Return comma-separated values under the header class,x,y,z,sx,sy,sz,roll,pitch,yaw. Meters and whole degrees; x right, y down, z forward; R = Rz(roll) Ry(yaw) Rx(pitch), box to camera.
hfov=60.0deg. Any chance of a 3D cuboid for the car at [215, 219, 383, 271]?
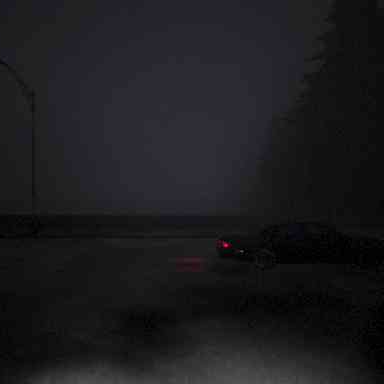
class,x,y,z,sx,sy,sz,roll,pitch,yaw
car,3.416,1.572,10.450,5.357,1.411,2.033,0,0,0
